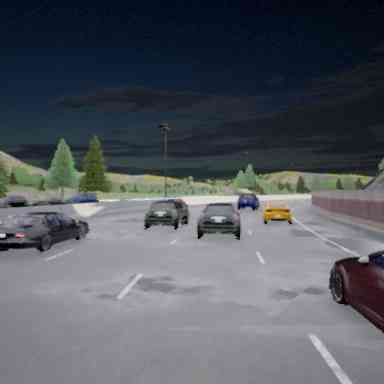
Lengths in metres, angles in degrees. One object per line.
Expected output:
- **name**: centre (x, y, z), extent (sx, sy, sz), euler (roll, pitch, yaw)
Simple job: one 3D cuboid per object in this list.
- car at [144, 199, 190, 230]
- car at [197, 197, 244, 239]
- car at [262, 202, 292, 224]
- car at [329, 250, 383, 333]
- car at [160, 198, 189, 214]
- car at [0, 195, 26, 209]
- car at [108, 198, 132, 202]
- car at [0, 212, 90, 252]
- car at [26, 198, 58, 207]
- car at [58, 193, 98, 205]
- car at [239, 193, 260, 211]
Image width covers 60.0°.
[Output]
- **car**: centre (-1.468, 1.318, 21.177), extent (2.097, 1.767, 4.553), euler (0, 0, 9)
- **car**: centre (1.511, 1.334, 17.536), extent (2.097, 1.767, 4.553), euler (0, 0, 8)
- **car**: centre (6.326, 1.468, 24.951), extent (1.882, 1.535, 5.008), euler (0, 0, 11)
- **car**: centre (3.839, 1.571, 5.383), extent (1.994, 1.385, 4.181), euler (0, 0, 2)
- **car**: centre (-1.827, 1.470, 35.977), extent (1.812, 1.442, 4.674), euler (0, 0, 15)
- **car**: centre (-22.389, 1.211, 40.953), extent (2.097, 1.767, 4.553), euler (0, 0, 15)
- **car**: centre (-9.825, 1.501, 46.470), extent (1.895, 1.301, 4.718), euler (0, 0, 19)
- **car**: centre (-6.080, 1.506, 13.642), extent (2.033, 1.411, 5.357), euler (0, 0, 6)
- **car**: centre (-18.283, 1.420, 42.914), extent (2.033, 1.411, 5.357), euler (0, 0, 16)
- **car**: centre (-14.444, 1.109, 43.475), extent (2.150, 2.045, 5.566), euler (0, 0, 17)
- **car**: centre (7.008, 1.193, 41.148), extent (2.150, 2.045, 5.566), euler (0, 0, 18)
